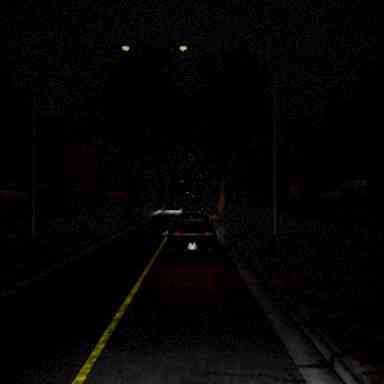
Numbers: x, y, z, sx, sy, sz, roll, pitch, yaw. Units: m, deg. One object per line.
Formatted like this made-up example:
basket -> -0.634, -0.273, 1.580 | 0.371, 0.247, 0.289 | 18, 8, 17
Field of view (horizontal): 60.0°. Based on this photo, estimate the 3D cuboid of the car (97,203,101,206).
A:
car -> -20.910, 2.350, 67.249 | 4.829, 1.417, 1.752 | 0, -1, 0

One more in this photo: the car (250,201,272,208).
car -> 13.969, 2.485, 67.447 | 4.403, 1.369, 2.008 | 0, -1, 0

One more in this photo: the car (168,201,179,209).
car -> -2.760, 2.185, 54.579 | 2.128, 1.511, 4.902 | 0, -1, 0

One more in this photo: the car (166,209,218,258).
car -> 0.026, 1.656, 13.530 | 2.128, 1.511, 4.902 | 0, -1, 1

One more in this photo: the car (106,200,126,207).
car -> -15.061, 2.383, 67.282 | 4.507, 1.381, 1.887 | 0, -1, 0

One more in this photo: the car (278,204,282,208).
car -> 19.645, 2.524, 67.479 | 4.313, 1.339, 1.947 | 0, -1, 0

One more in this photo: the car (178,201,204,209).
car -> 0.035, 1.838, 29.259 | 1.882, 1.535, 5.008 | 0, 0, 1
